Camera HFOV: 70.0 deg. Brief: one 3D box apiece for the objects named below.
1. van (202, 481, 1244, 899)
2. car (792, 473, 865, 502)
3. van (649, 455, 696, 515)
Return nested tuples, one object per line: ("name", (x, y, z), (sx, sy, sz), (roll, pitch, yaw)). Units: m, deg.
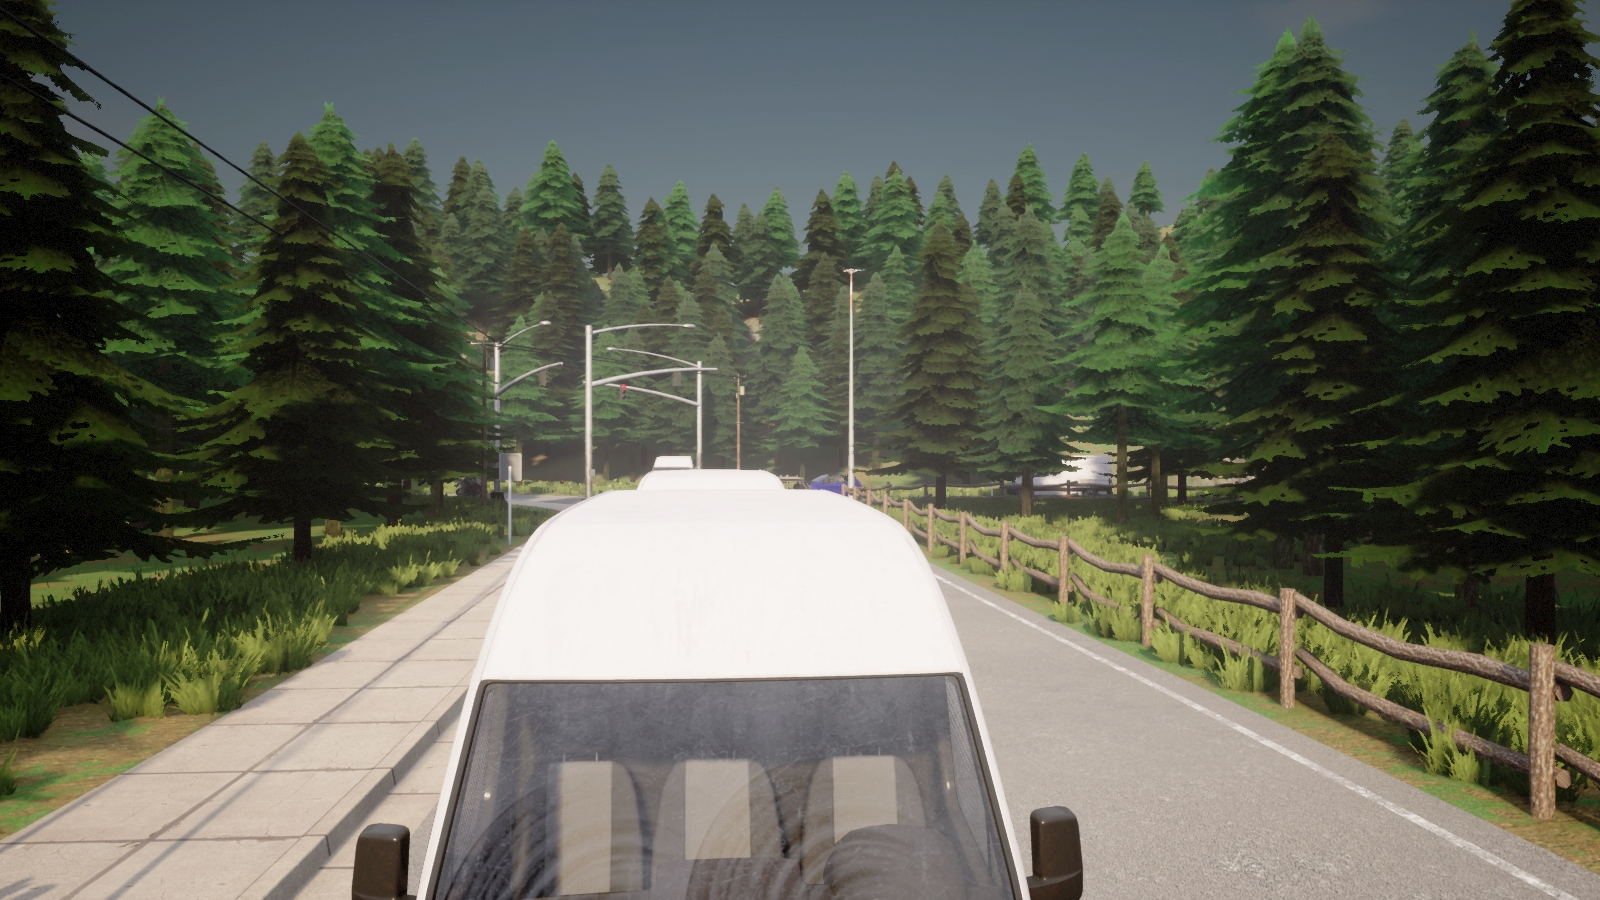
("van", (-0.346, 1.499, 5.134), (1.988, 2.561, 5.915), (0, 0, -5))
("car", (1.549, 2.038, 63.250), (3.633, 1.501, 1.845), (0, 0, -19))
("van", (-5.763, 1.508, 52.106), (1.988, 2.561, 5.915), (0, 0, -5))
